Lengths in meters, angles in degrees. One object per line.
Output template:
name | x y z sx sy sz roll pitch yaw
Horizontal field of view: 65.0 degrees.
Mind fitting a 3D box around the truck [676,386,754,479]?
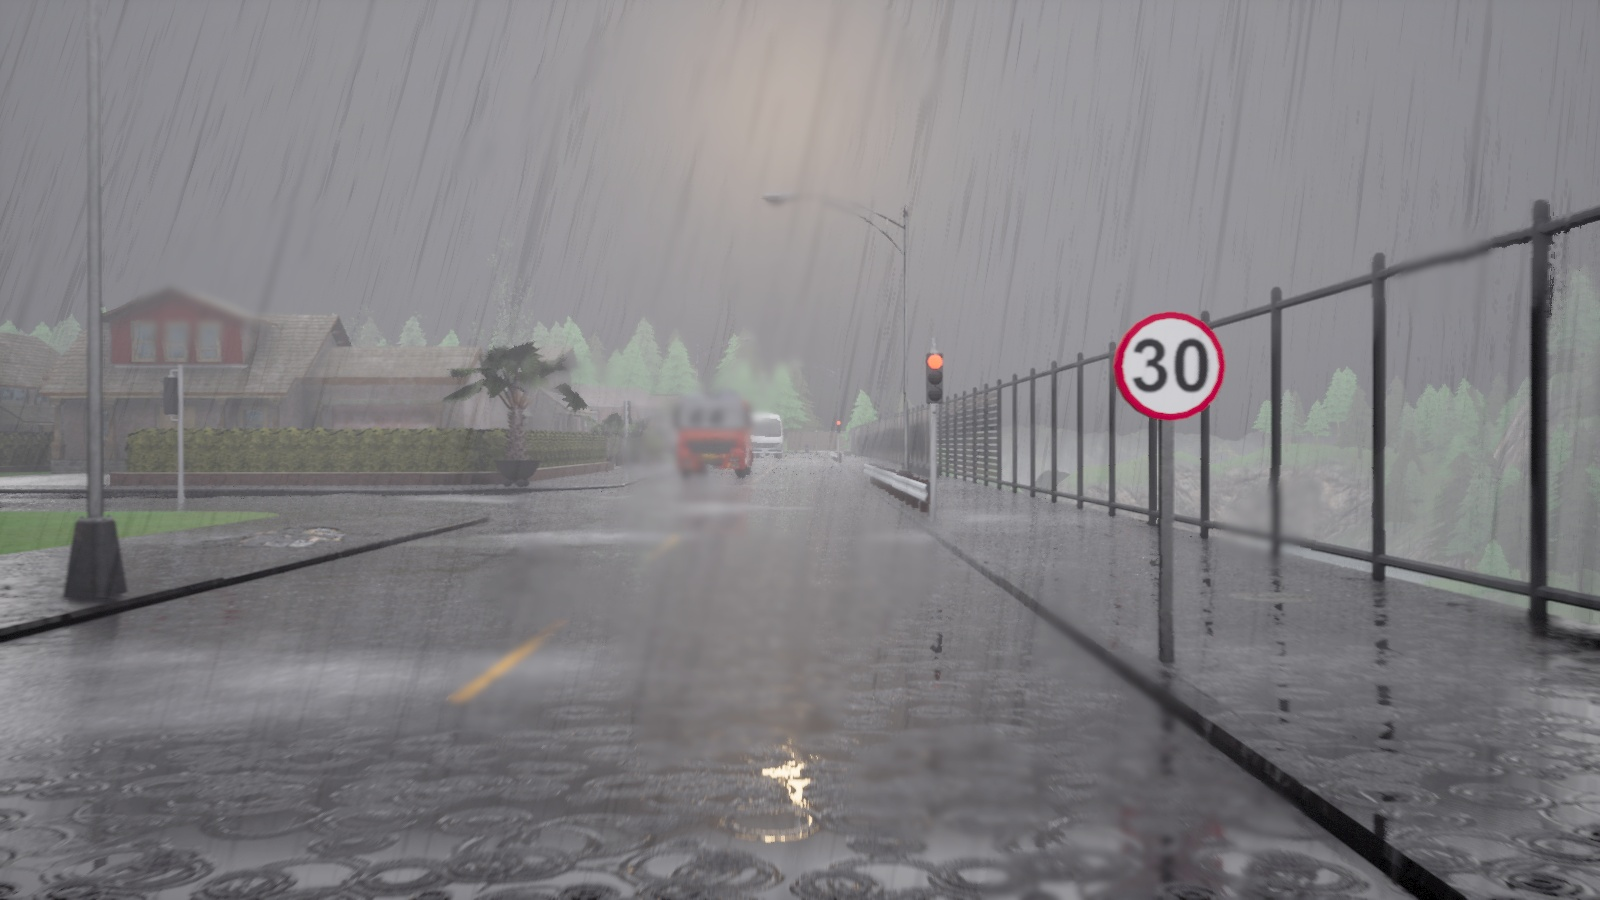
truck | -3.664 -0.737 56.126 2.891 3.827 8.468 0 0 0
